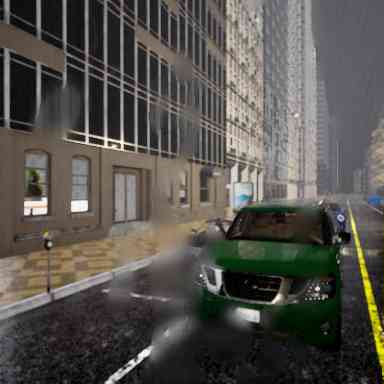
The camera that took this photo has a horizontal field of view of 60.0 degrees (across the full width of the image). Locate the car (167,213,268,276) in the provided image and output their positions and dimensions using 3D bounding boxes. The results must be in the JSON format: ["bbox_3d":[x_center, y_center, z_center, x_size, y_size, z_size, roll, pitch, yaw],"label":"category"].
[{"bbox_3d":[1.099,1.546,11.237,2.008,1.369,4.403,0,0,25],"label":"car"}]

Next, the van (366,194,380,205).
[{"bbox_3d":[32.426,1.310,58.980,1.690,1.788,3.998,0,0,25],"label":"van"}]

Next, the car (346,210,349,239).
[{"bbox_3d":[7.789,1.339,19.275,2.097,1.767,4.553,0,0,25],"label":"car"}]

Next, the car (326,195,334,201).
[{"bbox_3d":[36.683,1.563,88.131,1.802,1.307,4.206,0,0,25],"label":"car"}]

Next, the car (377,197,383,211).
[{"bbox_3d":[22.938,1.552,38.476,1.802,1.307,4.206,0,0,25],"label":"car"}]

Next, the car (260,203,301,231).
[{"bbox_3d":[5.772,1.514,21.335,1.752,1.417,4.829,0,0,25],"label":"car"}]

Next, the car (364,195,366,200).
[{"bbox_3d":[34.800,1.536,64.107,1.947,1.339,4.313,0,0,25],"label":"car"}]

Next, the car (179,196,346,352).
[{"bbox_3d":[1.878,1.217,6.756,2.150,2.045,5.566,0,0,25],"label":"car"}]

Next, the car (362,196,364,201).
[{"bbox_3d":[44.288,1.518,84.612,1.887,1.381,4.507,0,0,25],"label":"car"}]

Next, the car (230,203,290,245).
[{"bbox_3d":[3.471,1.432,16.364,1.967,1.590,4.097,0,0,25],"label":"car"}]
